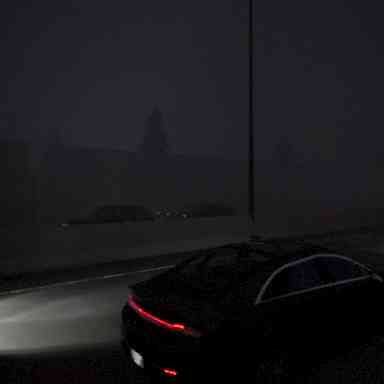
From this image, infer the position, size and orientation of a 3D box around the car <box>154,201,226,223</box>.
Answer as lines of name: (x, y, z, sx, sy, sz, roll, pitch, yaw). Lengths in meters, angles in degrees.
car: (-0.046, 1.477, 25.660, 5.357, 1.411, 2.033, 0, 0, -36)

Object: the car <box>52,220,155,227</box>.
car: (-3.804, 1.328, 14.235, 4.553, 1.767, 2.097, 0, 0, -36)

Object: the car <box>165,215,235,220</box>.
car: (0.736, 1.429, 21.896, 4.902, 1.511, 2.128, 0, 0, -36)

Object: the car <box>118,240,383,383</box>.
car: (1.397, 1.473, 4.833, 4.902, 1.511, 2.128, 0, 0, -36)
